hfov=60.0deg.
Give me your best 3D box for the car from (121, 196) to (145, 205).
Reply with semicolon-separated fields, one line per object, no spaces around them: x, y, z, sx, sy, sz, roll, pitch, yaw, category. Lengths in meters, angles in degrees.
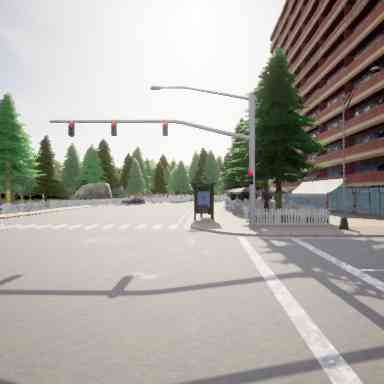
-10.245;1.468;58.215;1.812;1.442;4.674;0;0;34;car
